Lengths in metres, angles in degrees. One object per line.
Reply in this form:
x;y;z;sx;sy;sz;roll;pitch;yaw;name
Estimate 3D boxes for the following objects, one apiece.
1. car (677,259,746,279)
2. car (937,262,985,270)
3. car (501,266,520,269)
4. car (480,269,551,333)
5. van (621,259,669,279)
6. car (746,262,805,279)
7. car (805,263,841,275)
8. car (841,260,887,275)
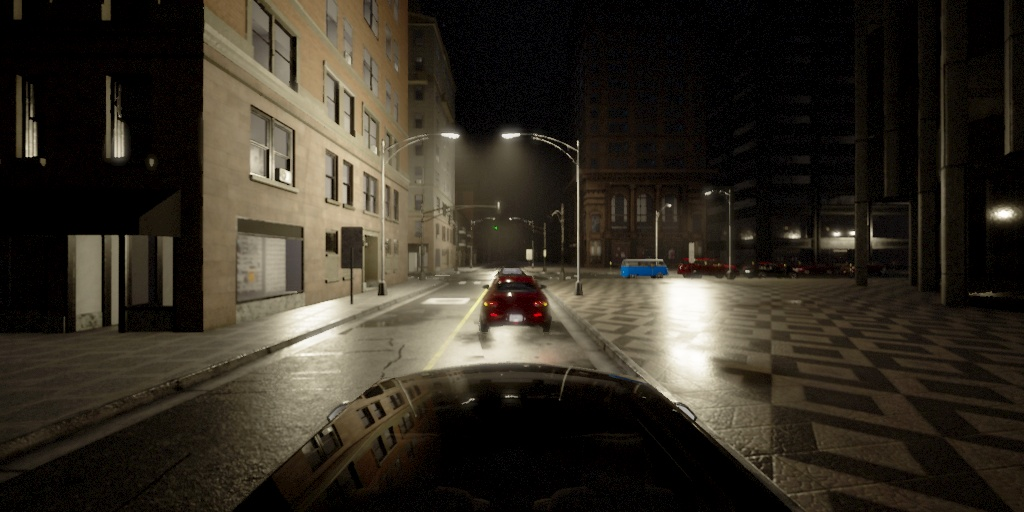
17.370;1.158;31.902;5.009;1.841;2.192;0;0;-1;car
39.927;1.271;32.244;4.097;1.591;1.967;0;0;-1;car
-0.121;1.357;23.250;1.994;1.385;4.181;0;0;-5;car
0.092;1.294;10.739;1.812;1.442;4.674;0;0;0;car
11.730;1.185;31.816;3.998;1.789;1.690;0;0;-1;van
23.010;1.406;31.987;4.313;1.339;1.948;0;0;-1;car
34.184;1.434;40.683;4.207;1.307;1.802;0;0;-1;car
39.823;1.289;40.769;4.097;1.591;1.967;0;0;-1;car
